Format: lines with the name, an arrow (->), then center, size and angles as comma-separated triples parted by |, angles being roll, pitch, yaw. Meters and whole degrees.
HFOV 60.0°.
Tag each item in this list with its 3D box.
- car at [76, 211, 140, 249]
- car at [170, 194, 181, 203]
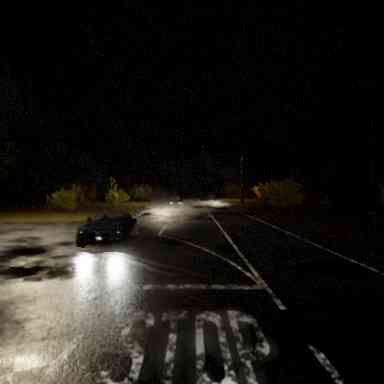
car -> -3.485, 1.542, 14.431 | 1.994, 1.385, 4.181 | 0, 0, 0
car -> -3.442, 1.273, 69.285 | 2.097, 1.767, 4.553 | 0, 0, 0
